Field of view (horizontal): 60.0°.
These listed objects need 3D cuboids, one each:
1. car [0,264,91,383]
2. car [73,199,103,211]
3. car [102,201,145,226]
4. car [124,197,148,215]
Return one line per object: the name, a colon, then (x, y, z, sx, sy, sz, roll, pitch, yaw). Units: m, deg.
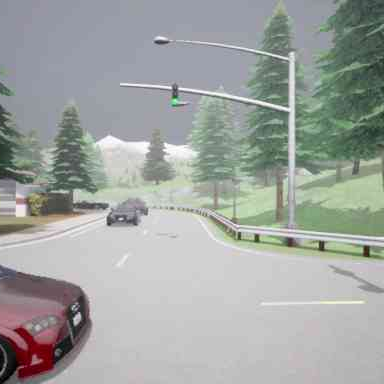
car: (-3.638, 1.622, 4.687, 4.181, 1.385, 1.994, 1, 0, -3)
car: (-12.554, 1.567, 40.544, 4.718, 1.301, 1.895, 0, 0, 13)
car: (-4.672, 1.542, 23.223, 1.994, 1.385, 4.181, 0, 0, -4)
car: (-5.772, 1.322, 32.987, 2.097, 1.767, 4.553, 0, 0, -21)
